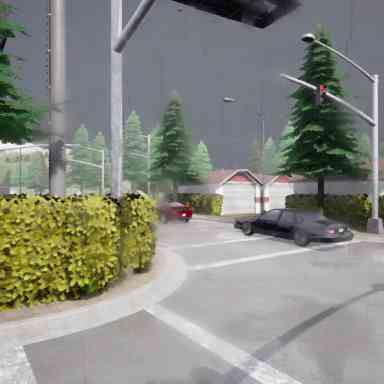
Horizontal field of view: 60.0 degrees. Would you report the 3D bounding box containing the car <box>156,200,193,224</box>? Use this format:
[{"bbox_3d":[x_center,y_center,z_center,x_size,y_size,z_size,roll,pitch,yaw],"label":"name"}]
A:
[{"bbox_3d":[-1.943,1.305,23.378,1.882,1.535,5.008,-1,1,-35],"label":"car"}]

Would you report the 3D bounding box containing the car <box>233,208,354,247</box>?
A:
[{"bbox_3d":[4.253,1.422,14.783,2.033,1.411,5.357,0,2,-35],"label":"car"}]
